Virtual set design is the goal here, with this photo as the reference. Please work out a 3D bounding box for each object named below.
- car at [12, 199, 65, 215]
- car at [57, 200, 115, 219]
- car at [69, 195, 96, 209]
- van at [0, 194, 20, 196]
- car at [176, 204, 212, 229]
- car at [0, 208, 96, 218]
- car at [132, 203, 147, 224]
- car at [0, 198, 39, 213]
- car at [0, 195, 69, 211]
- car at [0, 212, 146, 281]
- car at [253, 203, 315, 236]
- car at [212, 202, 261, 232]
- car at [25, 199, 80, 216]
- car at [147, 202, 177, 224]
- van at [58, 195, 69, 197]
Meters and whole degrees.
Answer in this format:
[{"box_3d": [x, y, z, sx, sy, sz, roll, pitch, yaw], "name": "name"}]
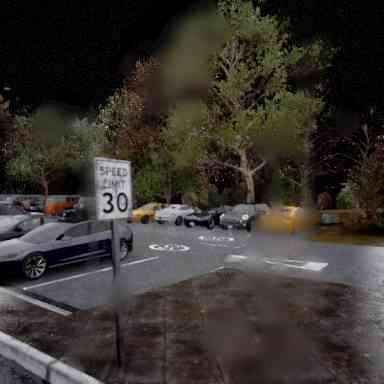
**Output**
[{"box_3d": [-16.489, 1.561, 36.028, 2.163, 1.488, 4.792, 0, 0, 36], "name": "car"}, {"box_3d": [-9.801, 1.569, 31.105, 2.163, 1.488, 4.792, 0, 0, 36], "name": "car"}, {"box_3d": [-7.525, 1.298, 29.524, 2.435, 2.045, 5.566, 0, 0, 36], "name": "car"}, {"box_3d": [-18.798, 1.314, 37.533, 1.878, 1.987, 4.442, 0, 0, 36], "name": "van"}, {"box_3d": [1.409, 1.617, 22.972, 2.163, 1.488, 4.792, 0, 0, 36], "name": "car"}, {"box_3d": [-6.257, 1.595, 12.417, 2.097, 1.535, 5.008, 0, 0, 36], "name": "car"}, {"box_3d": [-3.167, 1.565, 26.099, 1.946, 1.575, 5.366, 0, 0, 36], "name": "car"}, {"box_3d": [-20.985, 1.551, 39.261, 2.097, 1.535, 5.008, 0, 0, 36], "name": "car"}, {"box_3d": [-8.490, 1.334, 14.065, 2.435, 2.045, 5.566, 0, 0, 36], "name": "car"}, {"box_3d": [-4.030, 1.634, 10.759, 2.163, 1.488, 4.792, 0, 0, 36], "name": "car"}, {"box_3d": [5.808, 1.605, 19.811, 2.097, 1.535, 5.008, 0, 0, 36], "name": "car"}, {"box_3d": [3.586, 1.471, 21.467, 2.185, 1.767, 4.553, 0, 0, 36], "name": "car"}, {"box_3d": [-14.352, 1.558, 34.478, 2.163, 1.488, 4.792, 0, 0, 36], "name": "car"}, {"box_3d": [-0.818, 1.618, 24.620, 2.002, 1.452, 4.674, 0, 0, 36], "name": "car"}, {"box_3d": [-12.058, 1.307, 32.922, 1.878, 1.987, 4.442, 0, 0, 36], "name": "van"}]
